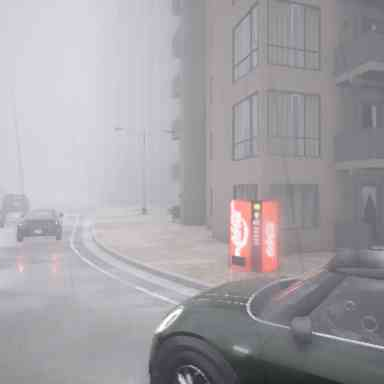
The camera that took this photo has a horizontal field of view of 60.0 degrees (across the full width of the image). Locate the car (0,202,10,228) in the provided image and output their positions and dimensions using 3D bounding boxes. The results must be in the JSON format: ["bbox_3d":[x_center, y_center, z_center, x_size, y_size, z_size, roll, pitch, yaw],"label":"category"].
[{"bbox_3d":[-12.030,1.526,19.084,1.812,1.442,4.674,0,0,-19],"label":"car"}]

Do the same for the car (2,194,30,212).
[{"bbox_3d":[-16.876,1.223,31.964,2.150,2.045,5.566,0,0,-27],"label":"car"}]

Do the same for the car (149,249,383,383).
[{"bbox_3d":[1.757,1.351,3.070,4.553,1.767,2.097,0,0,35],"label":"car"}]

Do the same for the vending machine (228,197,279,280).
[{"bbox_3d":[1.700,1.195,9.166,1.100,2.100,0.880,0,0,-42],"label":"vending machine"}]

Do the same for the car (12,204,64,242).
[{"bbox_3d":[-7.422,1.526,16.438,1.812,1.442,4.674,0,0,-21],"label":"car"}]
